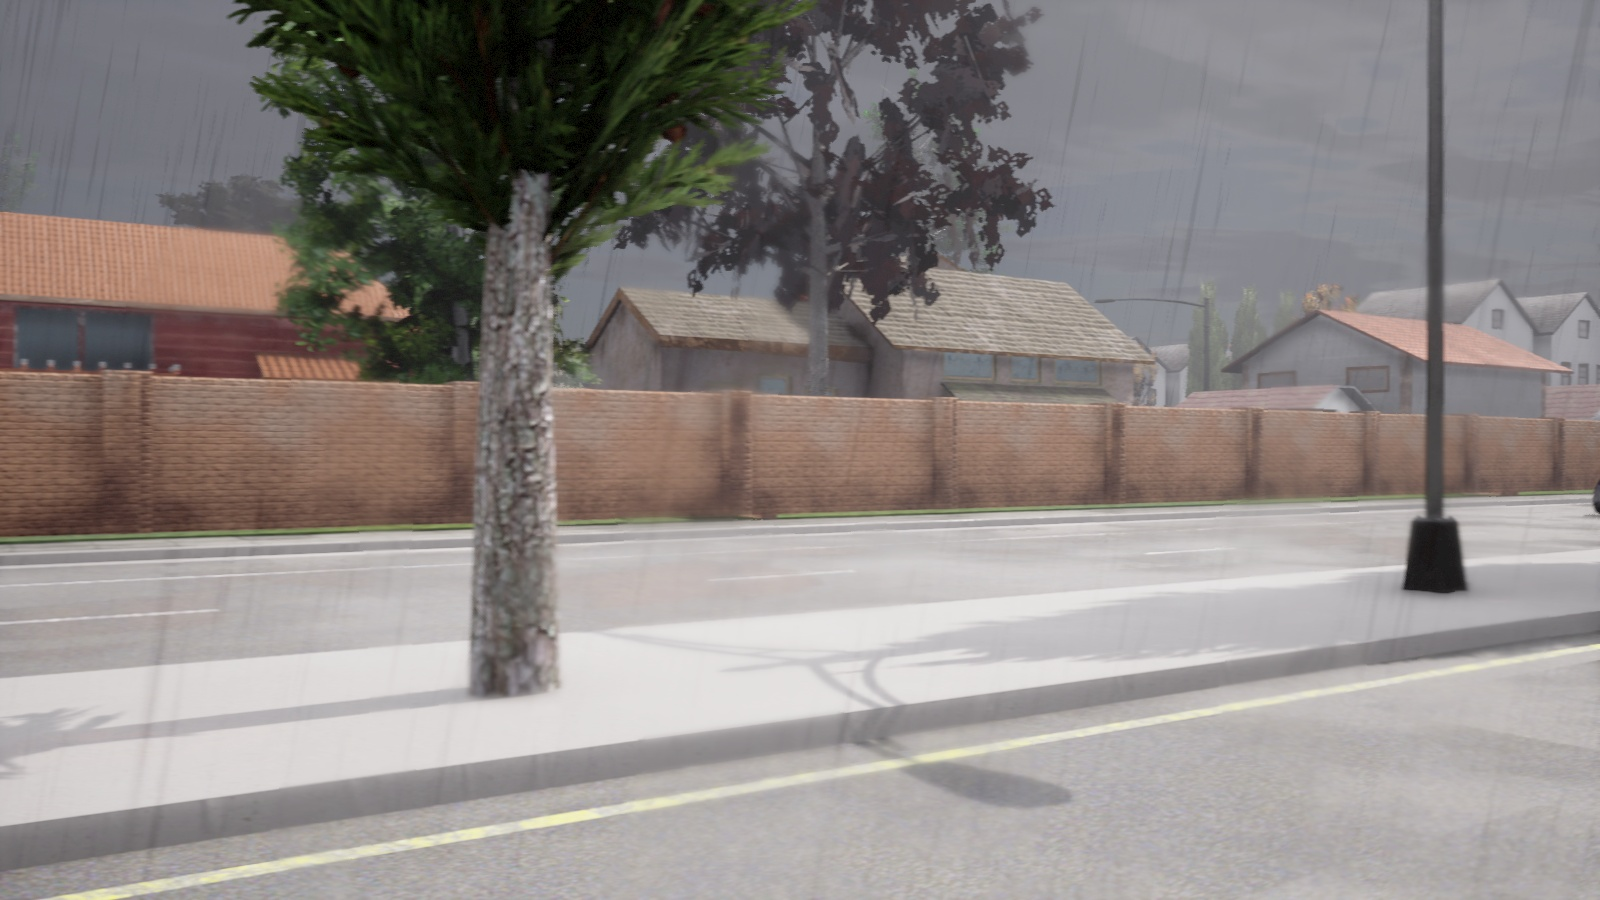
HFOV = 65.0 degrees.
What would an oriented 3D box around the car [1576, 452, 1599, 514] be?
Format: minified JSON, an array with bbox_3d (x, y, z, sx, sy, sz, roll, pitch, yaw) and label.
[{"bbox_3d":[21.021,0.786,30.960,3.633,1.501,1.845,0,0,-33],"label":"car"}]
